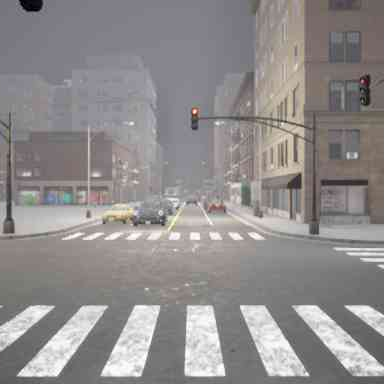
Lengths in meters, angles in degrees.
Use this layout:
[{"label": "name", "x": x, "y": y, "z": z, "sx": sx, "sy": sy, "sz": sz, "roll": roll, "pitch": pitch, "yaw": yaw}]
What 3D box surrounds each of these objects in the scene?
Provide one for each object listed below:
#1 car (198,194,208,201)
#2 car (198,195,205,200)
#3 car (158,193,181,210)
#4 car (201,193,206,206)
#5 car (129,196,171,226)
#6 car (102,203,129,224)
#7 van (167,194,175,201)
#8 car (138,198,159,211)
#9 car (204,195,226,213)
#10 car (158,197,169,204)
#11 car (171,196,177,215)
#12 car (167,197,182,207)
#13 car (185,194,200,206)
[{"label": "car", "x": 2.598, "y": 1.302, "z": 81.437, "sx": 2.192, "sy": 1.841, "sz": 5.009, "roll": 0, "pitch": 0, "yaw": 0}, {"label": "car", "x": 2.592, "y": 1.552, "z": 92.761, "sx": 1.947, "sy": 1.339, "sz": 4.313, "roll": 0, "pitch": 0, "yaw": 0}, {"label": "car", "x": -2.818, "y": 1.213, "z": 43.686, "sx": 2.150, "sy": 2.045, "sz": 5.566, "roll": 0, "pitch": 0, "yaw": 0}, {"label": "car", "x": 2.617, "y": 1.306, "z": 41.804, "sx": 2.192, "sy": 1.841, "sz": 5.009, "roll": 0, "pitch": 0, "yaw": 0}, {"label": "car", "x": -2.813, "y": 1.347, "z": 23.137, "sx": 2.097, "sy": 1.767, "sz": 4.553, "roll": 0, "pitch": 0, "yaw": -1}, {"label": "car", "x": -5.400, "y": 1.520, "z": 24.644, "sx": 1.752, "sy": 1.417, "sz": 4.829, "roll": 0, "pitch": 0, "yaw": 0}, {"label": "van", "x": -5.430, "y": 1.328, "z": 87.095, "sx": 1.690, "sy": 1.788, "sz": 3.998, "roll": 0, "pitch": 0, "yaw": 0}, {"label": "car", "x": -5.408, "y": 1.542, "z": 41.800, "sx": 2.008, "sy": 1.369, "sz": 4.403, "roll": 0, "pitch": 0, "yaw": 0}, {"label": "car", "x": 2.620, "y": 1.432, "z": 36.142, "sx": 1.967, "sy": 1.590, "sz": 4.097, "roll": 0, "pitch": 0, "yaw": 0}, {"label": "car", "x": -5.419, "y": 1.570, "z": 64.448, "sx": 1.802, "sy": 1.307, "sz": 4.206, "roll": 0, "pitch": 0, "yaw": 0}, {"label": "car", "x": -2.854, "y": 1.498, "z": 33.389, "sx": 1.837, "sy": 1.490, "sz": 4.892, "roll": 0, "pitch": 0, "yaw": 0}, {"label": "car", "x": -2.823, "y": 1.537, "z": 53.978, "sx": 2.033, "sy": 1.411, "sz": 5.357, "roll": 0, "pitch": 0, "yaw": 1}, {"label": "car", "x": -0.026, "y": 1.494, "z": 54.758, "sx": 1.837, "sy": 1.490, "sz": 4.892, "roll": 0, "pitch": 0, "yaw": 0}]
